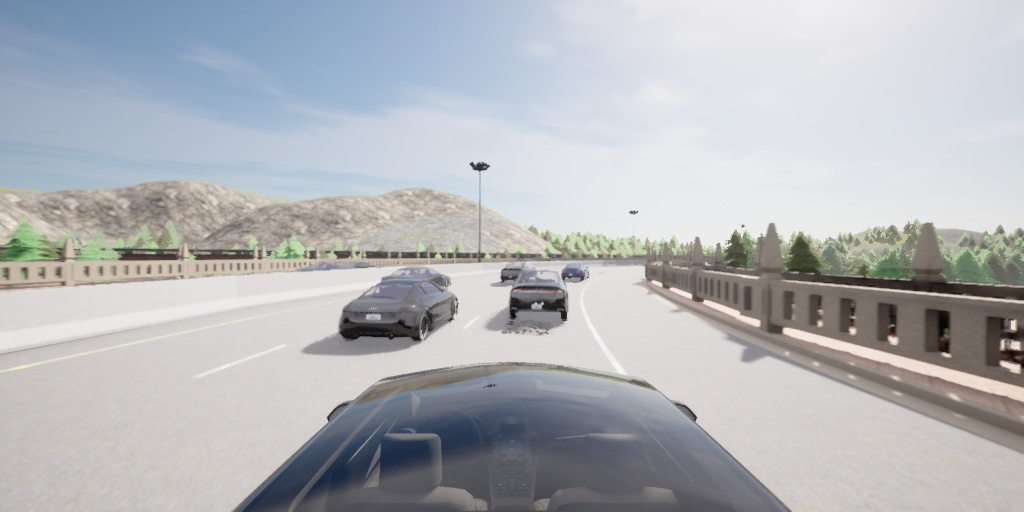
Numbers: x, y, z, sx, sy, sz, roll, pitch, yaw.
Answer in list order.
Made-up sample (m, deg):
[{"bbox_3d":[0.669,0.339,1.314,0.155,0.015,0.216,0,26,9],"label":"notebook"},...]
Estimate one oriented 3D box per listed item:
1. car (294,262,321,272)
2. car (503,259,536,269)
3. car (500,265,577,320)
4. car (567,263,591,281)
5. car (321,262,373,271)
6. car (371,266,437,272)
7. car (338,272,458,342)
[{"bbox_3d":[-16.476,1.215,31.696,2.033,1.411,5.357,0,0,17],"label":"car"},{"bbox_3d":[0.587,1.240,26.897,2.128,1.511,4.902,0,0,17],"label":"car"},{"bbox_3d":[1.036,1.243,12.686,2.128,1.511,4.902,0,0,8],"label":"car"},{"bbox_3d":[5.387,1.296,30.314,1.812,1.442,4.674,0,0,20],"label":"car"},{"bbox_3d":[-13.259,1.209,30.065,1.812,1.442,4.674,0,0,16],"label":"car"},{"bbox_3d":[-5.007,1.271,19.235,2.033,1.411,5.357,0,0,12],"label":"car"},{"bbox_3d":[-2.824,1.299,9.796,1.994,1.385,4.181,0,0,5],"label":"car"}]
